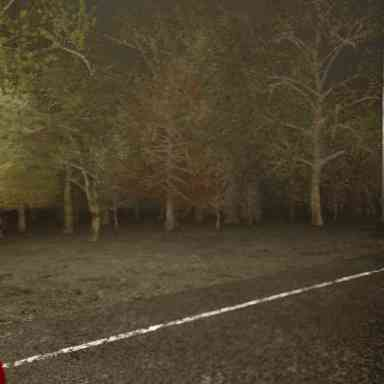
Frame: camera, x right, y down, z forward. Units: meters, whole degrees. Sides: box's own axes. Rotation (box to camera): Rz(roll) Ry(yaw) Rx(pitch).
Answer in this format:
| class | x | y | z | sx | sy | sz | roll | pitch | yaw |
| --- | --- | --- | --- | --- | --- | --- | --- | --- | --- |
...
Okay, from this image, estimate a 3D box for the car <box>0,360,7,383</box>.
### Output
| class | x | y | z | sx | sy | sz | roll | pitch | yaw |
| --- | --- | --- | --- | --- | --- | --- | --- | --- | --- |
| car | -3.642 | 1.441 | 1.387 | 5.008 | 1.535 | 1.882 | 1 | 0 | -35 |
